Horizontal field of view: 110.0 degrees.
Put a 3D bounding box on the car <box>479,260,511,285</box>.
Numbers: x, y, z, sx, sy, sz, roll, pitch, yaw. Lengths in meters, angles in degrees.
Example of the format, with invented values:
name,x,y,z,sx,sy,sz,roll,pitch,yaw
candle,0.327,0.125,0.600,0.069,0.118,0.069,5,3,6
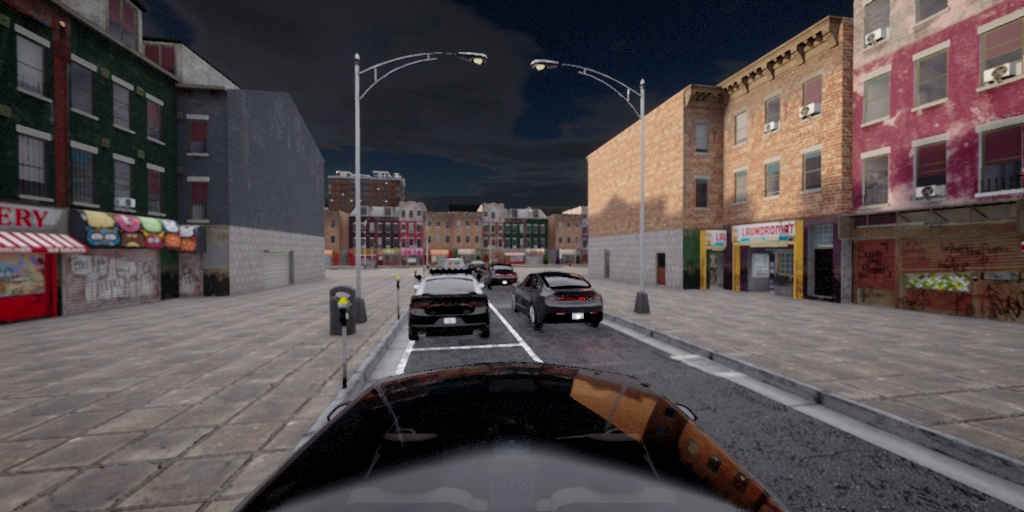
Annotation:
name,x,y,z,sx,sy,sz,roll,pitch,yaw
car,-0.840,1.223,22.815,1.837,1.490,4.892,0,1,-10

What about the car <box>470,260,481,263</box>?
name,x,y,z,sx,sy,sz,roll,pitch,yaw
car,-3.878,1.183,39.487,1.882,1.535,5.008,0,0,-10

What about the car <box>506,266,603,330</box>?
name,x,y,z,sx,sy,sz,roll,pitch,yaw
car,1.202,1.233,11.220,1.837,1.490,4.892,0,0,-10

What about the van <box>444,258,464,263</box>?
name,x,y,z,sx,sy,sz,roll,pitch,yaw
van,-4.301,1.063,26.689,1.690,1.789,3.998,0,0,-10

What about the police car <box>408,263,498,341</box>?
name,x,y,z,sx,sy,sz,roll,pitch,yaw
police car,-1.764,1.164,10.140,1.930,1.638,5.238,0,0,-10
